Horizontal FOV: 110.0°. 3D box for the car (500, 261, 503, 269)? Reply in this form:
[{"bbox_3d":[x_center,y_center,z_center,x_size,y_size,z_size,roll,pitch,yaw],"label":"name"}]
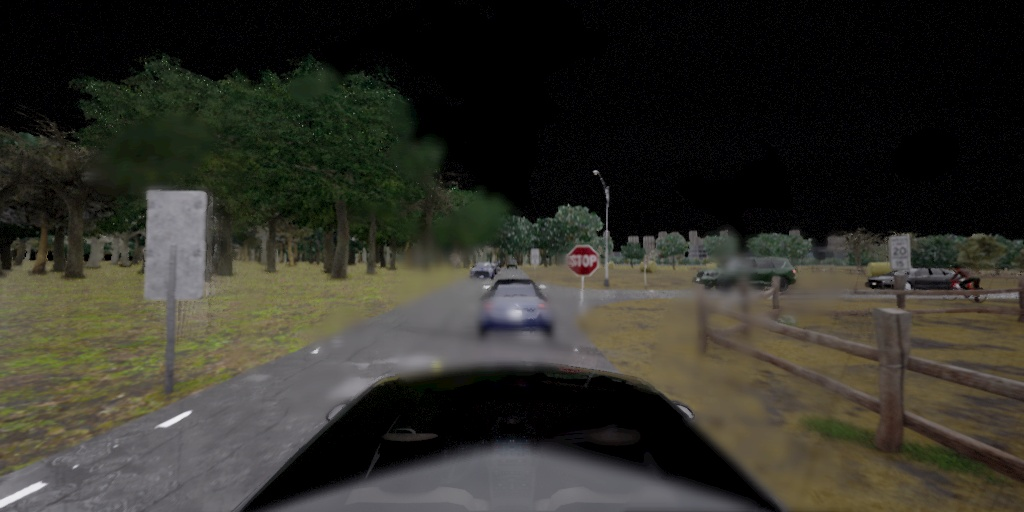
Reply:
[{"bbox_3d":[-2.819,1.775,55.564,1.994,1.385,4.181,0,-1,0],"label":"car"}]

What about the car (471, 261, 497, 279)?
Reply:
[{"bbox_3d":[-2.803,1.334,35.337,2.097,1.767,4.553,0,-1,-1],"label":"car"}]

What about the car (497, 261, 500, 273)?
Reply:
[{"bbox_3d":[-2.825,1.567,45.346,1.882,1.535,5.008,0,-1,0],"label":"car"}]

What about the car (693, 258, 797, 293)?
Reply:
[{"bbox_3d":[14.108,1.150,21.814,5.566,2.045,2.150,0,-2,-1],"label":"car"}]

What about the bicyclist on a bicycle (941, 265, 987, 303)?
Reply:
[{"bbox_3d":[19.917,1.226,15.862,0.582,1.620,1.656,0,0,0],"label":"bicyclist on a bicycle"}]

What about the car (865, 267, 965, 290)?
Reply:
[{"bbox_3d":[24.447,1.449,21.854,4.892,1.490,1.837,0,-2,-1],"label":"car"}]

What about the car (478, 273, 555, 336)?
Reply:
[{"bbox_3d":[0.102,1.363,10.570,1.994,1.385,4.181,0,0,0],"label":"car"}]
